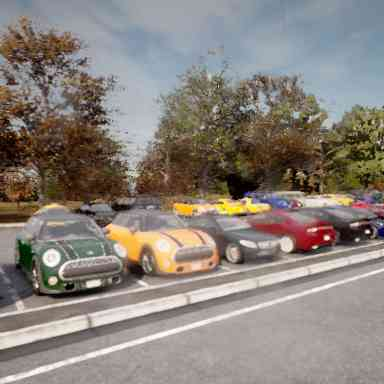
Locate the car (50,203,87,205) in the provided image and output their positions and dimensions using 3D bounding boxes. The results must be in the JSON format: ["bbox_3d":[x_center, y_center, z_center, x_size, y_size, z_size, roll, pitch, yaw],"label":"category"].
[{"bbox_3d":[-8.680,1.528,21.199,1.946,1.575,5.366,0,0,-35],"label":"car"}]

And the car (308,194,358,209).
[{"bbox_3d":[16.429,1.039,38.993,2.097,1.535,5.008,-1,1,-35],"label":"car"}]

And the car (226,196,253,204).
[{"bbox_3d":[2.644,1.367,29.339,2.097,1.535,5.008,-1,1,-35],"label":"car"}]

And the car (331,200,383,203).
[{"bbox_3d":[10.275,1.408,18.718,2.002,1.452,4.674,-1,1,-35],"label":"car"}]

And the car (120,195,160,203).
[{"bbox_3d":[-4.234,1.238,24.570,2.435,2.045,5.566,-1,0,-35],"label":"car"}]

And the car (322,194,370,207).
[{"bbox_3d":[18.710,0.985,40.590,2.231,1.521,4.892,-1,1,-35],"label":"car"}]

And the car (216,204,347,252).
[{"bbox_3d":[3.424,1.493,13.922,2.097,1.535,5.008,-1,0,-35],"label":"car"}]

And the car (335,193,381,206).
[{"bbox_3d":[20.978,0.958,42.203,2.163,1.488,4.792,-1,1,-35],"label":"car"}]

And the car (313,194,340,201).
[{"bbox_3d":[14.149,1.134,37.395,2.002,1.452,4.674,-1,1,-35],"label":"car"}]

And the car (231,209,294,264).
[{"bbox_3d":[1.134,1.558,12.331,2.002,1.452,4.674,-1,0,-35],"label":"car"}]

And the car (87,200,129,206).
[{"bbox_3d":[-6.504,1.514,22.954,2.097,1.535,5.008,0,0,-35],"label":"car"}]

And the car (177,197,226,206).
[{"bbox_3d":[0.339,1.290,27.771,2.185,1.767,4.553,-1,1,-35],"label":"car"}]

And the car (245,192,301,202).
[{"bbox_3d":[7.317,1.005,32.579,2.435,2.045,5.566,-1,1,-35],"label":"car"}]

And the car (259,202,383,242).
[{"bbox_3d":[5.709,1.459,15.522,2.097,1.535,5.008,-1,1,-35],"label":"car"}]

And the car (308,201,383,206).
[{"bbox_3d":[8.007,1.447,17.099,2.163,1.488,4.792,-1,1,-35],"label":"car"}]

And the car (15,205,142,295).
[{"bbox_3d":[-3.445,1.418,9.163,2.185,1.767,4.553,0,0,-35],"label":"car"}]

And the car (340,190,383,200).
[{"bbox_3d":[12.533,1.063,20.335,2.435,2.045,5.566,-1,1,-35],"label":"car"}]

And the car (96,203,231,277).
[{"bbox_3d":[-1.167,1.410,10.756,2.185,1.767,4.553,0,0,-35],"label":"car"}]

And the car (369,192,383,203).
[{"bbox_3d":[27.840,0.800,46.971,2.002,1.452,4.674,-1,1,-35],"label":"car"}]

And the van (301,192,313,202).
[{"bbox_3d":[9.650,0.977,34.103,1.878,1.987,4.442,-1,1,-35],"label":"van"}]

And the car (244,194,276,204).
[{"bbox_3d":[4.917,1.307,31.161,1.946,1.575,5.366,-1,1,-35],"label":"car"}]

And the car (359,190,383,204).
[{"bbox_3d":[25.575,0.691,45.345,2.185,1.767,4.553,-1,1,-35],"label":"car"}]
